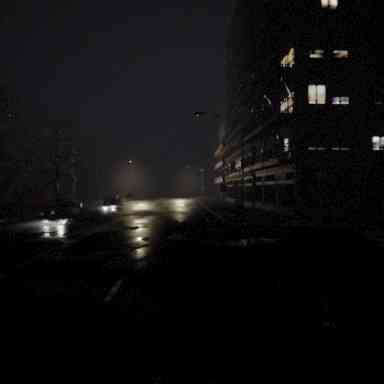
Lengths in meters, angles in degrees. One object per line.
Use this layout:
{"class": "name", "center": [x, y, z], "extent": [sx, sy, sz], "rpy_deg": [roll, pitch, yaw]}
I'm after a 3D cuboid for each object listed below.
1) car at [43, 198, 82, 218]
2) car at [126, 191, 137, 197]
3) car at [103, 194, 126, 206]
{"class": "car", "center": [-10.445, 1.244, 27.206], "extent": [2.128, 1.511, 4.902], "rpy_deg": [0, 1, -2]}
{"class": "car", "center": [-11.426, 0.621, 62.631], "extent": [1.812, 1.442, 4.674], "rpy_deg": [0, 1, -1]}
{"class": "car", "center": [-11.111, 1.079, 46.429], "extent": [2.128, 1.511, 4.902], "rpy_deg": [0, 0, -2]}
